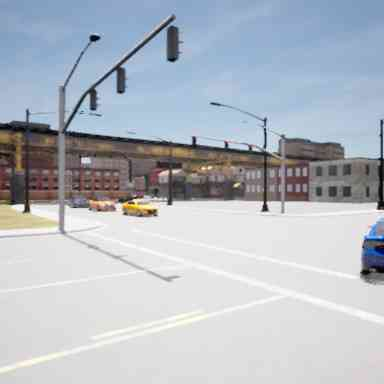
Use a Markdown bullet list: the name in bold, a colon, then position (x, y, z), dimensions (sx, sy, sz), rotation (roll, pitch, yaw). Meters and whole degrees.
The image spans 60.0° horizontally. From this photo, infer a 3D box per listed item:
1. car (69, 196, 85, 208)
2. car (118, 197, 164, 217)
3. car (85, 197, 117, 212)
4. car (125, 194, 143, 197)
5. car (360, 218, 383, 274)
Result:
- **car**: position (-16.198, 1.364, 47.901), dimensions (2.097, 1.767, 4.553), rotation (0, 0, -31)
- **car**: position (-4.981, 1.506, 31.769), dimensions (1.882, 1.535, 5.008), rotation (0, 0, -36)
- **car**: position (-10.670, 1.372, 39.734), dimensions (2.097, 1.767, 4.553), rotation (0, 0, -35)
- **car**: position (-13.619, 1.597, 72.337), dimensions (2.033, 1.411, 5.357), rotation (0, 0, 30)
- **car**: position (6.302, 1.496, 9.907), dimensions (1.882, 1.535, 5.008), rotation (1, 1, 34)
